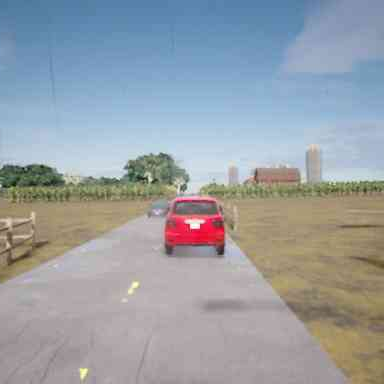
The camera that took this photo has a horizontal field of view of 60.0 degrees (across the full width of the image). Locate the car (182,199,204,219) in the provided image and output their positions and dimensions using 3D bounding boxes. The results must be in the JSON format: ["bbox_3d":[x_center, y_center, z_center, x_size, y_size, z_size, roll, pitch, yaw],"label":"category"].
[{"bbox_3d":[0.102,1.455,30.104,1.837,1.490,4.892,0,0,0],"label":"car"}]

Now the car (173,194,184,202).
[{"bbox_3d":[-2.741,1.285,70.238,2.128,1.511,4.902,0,0,0],"label":"car"}]

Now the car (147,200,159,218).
[{"bbox_3d":[-2.844,1.477,29.640,1.812,1.442,4.674,0,0,0],"label":"car"}]

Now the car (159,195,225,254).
[{"bbox_3d":[0.100,1.207,13.587,2.150,2.045,5.566,0,0,0],"label":"car"}]
